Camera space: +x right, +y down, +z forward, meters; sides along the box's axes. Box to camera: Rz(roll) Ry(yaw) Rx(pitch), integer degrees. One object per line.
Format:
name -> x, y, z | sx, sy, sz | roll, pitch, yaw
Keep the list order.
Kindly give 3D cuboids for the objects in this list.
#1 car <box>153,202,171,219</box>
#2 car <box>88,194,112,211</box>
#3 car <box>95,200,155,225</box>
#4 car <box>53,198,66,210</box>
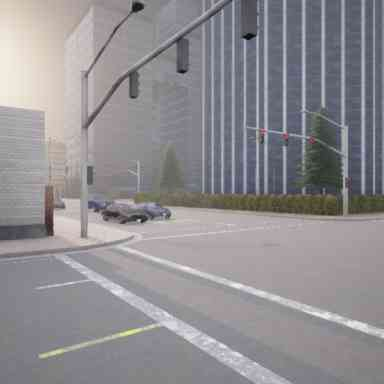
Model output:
car -> -3.626, 1.581, 29.119 | 1.812, 1.442, 4.674 | 0, 0, -36
car -> -10.900, 1.277, 39.233 | 2.150, 2.045, 5.566 | 0, 0, -36
car -> -5.247, 1.602, 25.346 | 2.033, 1.411, 5.357 | 0, 0, -36
car -> -17.611, 1.563, 42.643 | 1.837, 1.490, 4.892 | 0, -1, -35
